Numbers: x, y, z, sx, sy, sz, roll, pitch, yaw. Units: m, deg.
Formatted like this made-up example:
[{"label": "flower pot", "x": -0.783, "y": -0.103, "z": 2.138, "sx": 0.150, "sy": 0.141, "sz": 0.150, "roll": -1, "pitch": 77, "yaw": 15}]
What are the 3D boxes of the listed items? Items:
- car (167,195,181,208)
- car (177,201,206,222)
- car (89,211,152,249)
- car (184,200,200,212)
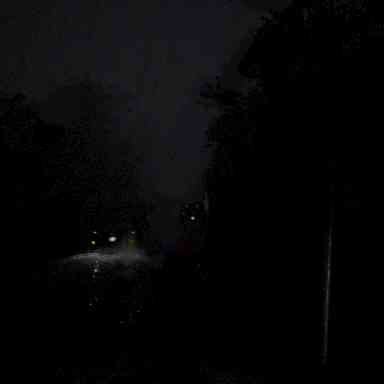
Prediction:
[{"label": "car", "x": -2.947, "y": 1.581, "z": 55.835, "sx": 2.150, "sy": 2.045, "sz": 5.566, "roll": 0, "pitch": -1, "yaw": 1}, {"label": "car", "x": 0.053, "y": 1.572, "z": 25.664, "sx": 1.895, "sy": 1.301, "sz": 4.718, "roll": 0, "pitch": 0, "yaw": 0}, {"label": "car", "x": -2.866, "y": 1.507, "z": 14.015, "sx": 1.994, "sy": 1.385, "sz": 4.181, "roll": 0, "pitch": 0, "yaw": 0}, {"label": "car", "x": -0.022, "y": 1.723, "z": 41.812, "sx": 1.895, "sy": 1.301, "sz": 4.718, "roll": 0, "pitch": -1, "yaw": 0}]
